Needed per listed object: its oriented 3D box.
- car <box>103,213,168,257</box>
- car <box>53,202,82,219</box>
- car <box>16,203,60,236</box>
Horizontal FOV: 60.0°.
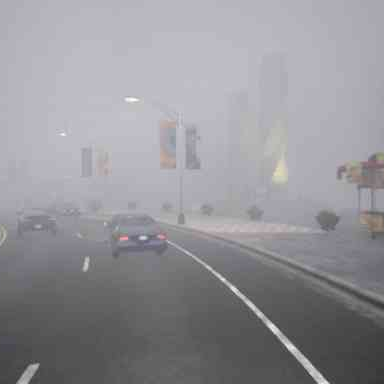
[{"bbox_3d":[-2.386,1.534,13.098,2.033,1.411,5.357,0,0,-19],"label":"car"},{"bbox_3d":[-11.215,1.547,28.310,2.033,1.411,5.357,0,0,-42],"label":"car"},{"bbox_3d":[-8.702,1.531,18.557,1.812,1.442,4.674,0,0,-28],"label":"car"}]
